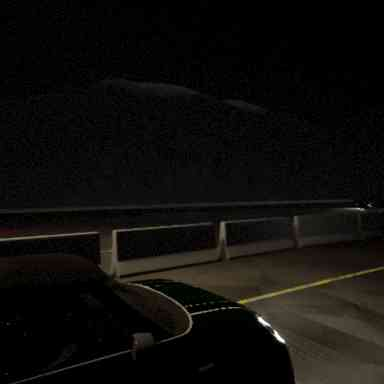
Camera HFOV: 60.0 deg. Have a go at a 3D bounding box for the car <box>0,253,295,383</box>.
[{"bbox_3d":[-1.237,1.343,2.754,4.553,1.767,2.097,-1,1,-35],"label":"car"}]

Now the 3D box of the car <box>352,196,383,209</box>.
[{"bbox_3d":[20.665,1.175,38.619,4.181,1.385,1.994,-1,0,-22],"label":"car"}]
